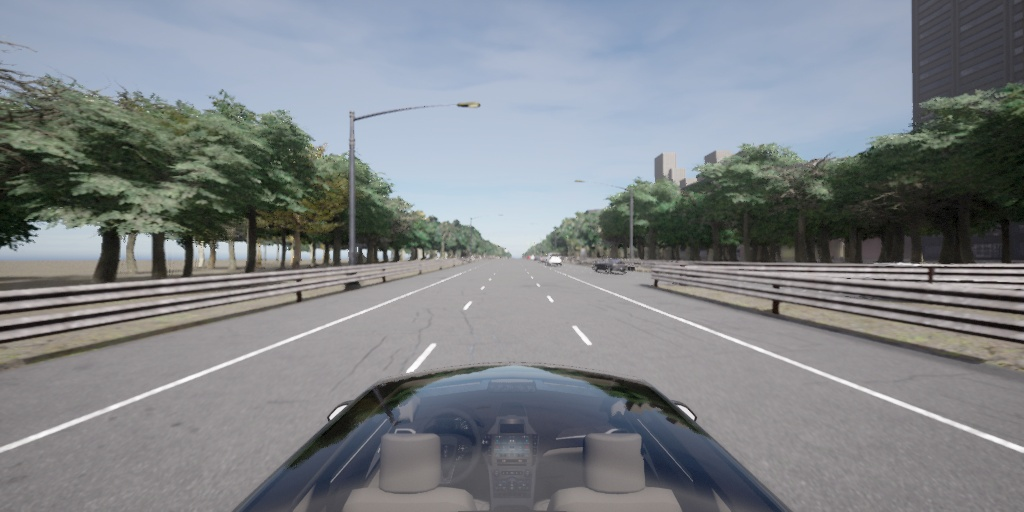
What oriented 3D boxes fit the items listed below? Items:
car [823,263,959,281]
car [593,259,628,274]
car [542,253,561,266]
[{"bbox_3d":[18.225,1.061,17.608,1.812,1.442,4.674,0,-1,-28],"label":"car"},{"bbox_3d":[10.363,1.041,38.231,2.128,1.511,4.902,0,0,-14],"label":"car"},{"bbox_3d":[6.955,0.546,60.831,2.150,2.045,5.566,0,0,-2],"label":"car"}]
